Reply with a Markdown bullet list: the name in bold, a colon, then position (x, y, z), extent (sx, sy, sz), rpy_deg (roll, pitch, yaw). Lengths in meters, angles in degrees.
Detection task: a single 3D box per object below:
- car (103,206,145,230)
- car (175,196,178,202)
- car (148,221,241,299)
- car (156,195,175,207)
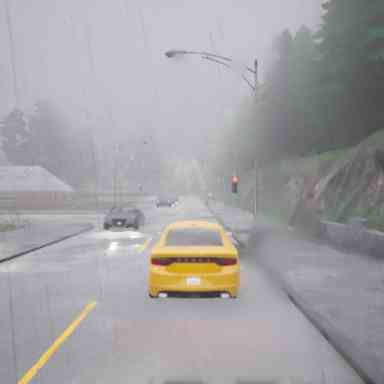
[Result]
- **car**: position (-4.084, 1.555, 20.637), extent (1.994, 1.385, 4.181), rpy_deg (0, 0, 0)
- **car**: position (-4.035, 1.536, 58.816), extent (1.994, 1.385, 4.181), rpy_deg (0, 0, 0)
- **car**: position (0.059, 1.474, 8.532), extent (1.882, 1.535, 5.008), rpy_deg (0, 0, 1)
- **car**: position (-4.060, 1.330, 49.498), extent (2.097, 1.767, 4.553), rpy_deg (0, 0, 0)
